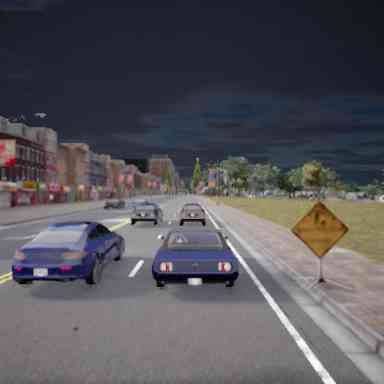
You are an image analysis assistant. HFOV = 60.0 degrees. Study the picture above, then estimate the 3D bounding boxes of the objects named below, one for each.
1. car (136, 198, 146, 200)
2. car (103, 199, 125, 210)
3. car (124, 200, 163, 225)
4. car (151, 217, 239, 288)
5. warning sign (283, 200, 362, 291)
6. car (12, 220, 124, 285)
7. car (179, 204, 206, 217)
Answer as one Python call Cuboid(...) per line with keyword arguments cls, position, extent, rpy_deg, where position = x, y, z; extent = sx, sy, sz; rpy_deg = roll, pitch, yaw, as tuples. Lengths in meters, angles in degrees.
Cuboid(cls="car", position=(-6.603, 1.548, 42.781), extent=(1.812, 1.442, 4.674), rpy_deg=(0, 0, 0))
Cuboid(cls="car", position=(-9.857, 1.569, 42.781), extent=(2.033, 1.411, 5.357), rpy_deg=(0, 0, 0))
Cuboid(cls="car", position=(-3.195, 1.552, 24.222), extent=(2.033, 1.411, 5.357), rpy_deg=(0, 0, 0))
Cuboid(cls="car", position=(0.064, 1.600, 9.223), extent=(1.895, 1.301, 4.718), rpy_deg=(0, 0, 0))
Cuboid(cls="warning sign", position=(2.833, 1.115, 7.389), extent=(1.300, 1.860, 1.060), rpy_deg=(-1, -1, 0))
Cuboid(cls="car", position=(-3.196, 1.524, 9.340), extent=(1.812, 1.442, 4.674), rpy_deg=(0, 0, 0))
Cuboid(cls="car", position=(0.056, 1.553, 24.206), extent=(2.033, 1.411, 5.357), rpy_deg=(0, 0, 0))
